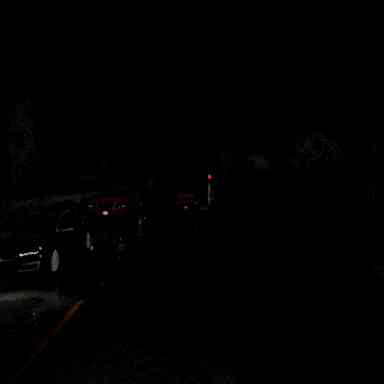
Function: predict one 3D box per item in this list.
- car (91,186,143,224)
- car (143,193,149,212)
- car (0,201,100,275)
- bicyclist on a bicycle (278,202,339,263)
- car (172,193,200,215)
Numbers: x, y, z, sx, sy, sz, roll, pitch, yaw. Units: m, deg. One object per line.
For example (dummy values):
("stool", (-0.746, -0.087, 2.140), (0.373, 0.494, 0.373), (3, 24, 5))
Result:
("car", (-4.548, 0.659, 19.990), (2.150, 2.045, 5.566), (0, 2, -1))
("car", (-4.623, 0.734, 26.690), (1.882, 1.535, 5.008), (0, 2, -1))
("car", (-4.308, 1.235, 9.627), (1.837, 1.490, 4.892), (0, 2, -1))
("bicyclist on a bicycle", (3.113, 1.090, 8.875), (1.656, 1.620, 0.582), (0, 2, -1))
("car", (-0.468, 0.786, 24.340), (1.882, 1.535, 5.008), (0, 2, -2))
